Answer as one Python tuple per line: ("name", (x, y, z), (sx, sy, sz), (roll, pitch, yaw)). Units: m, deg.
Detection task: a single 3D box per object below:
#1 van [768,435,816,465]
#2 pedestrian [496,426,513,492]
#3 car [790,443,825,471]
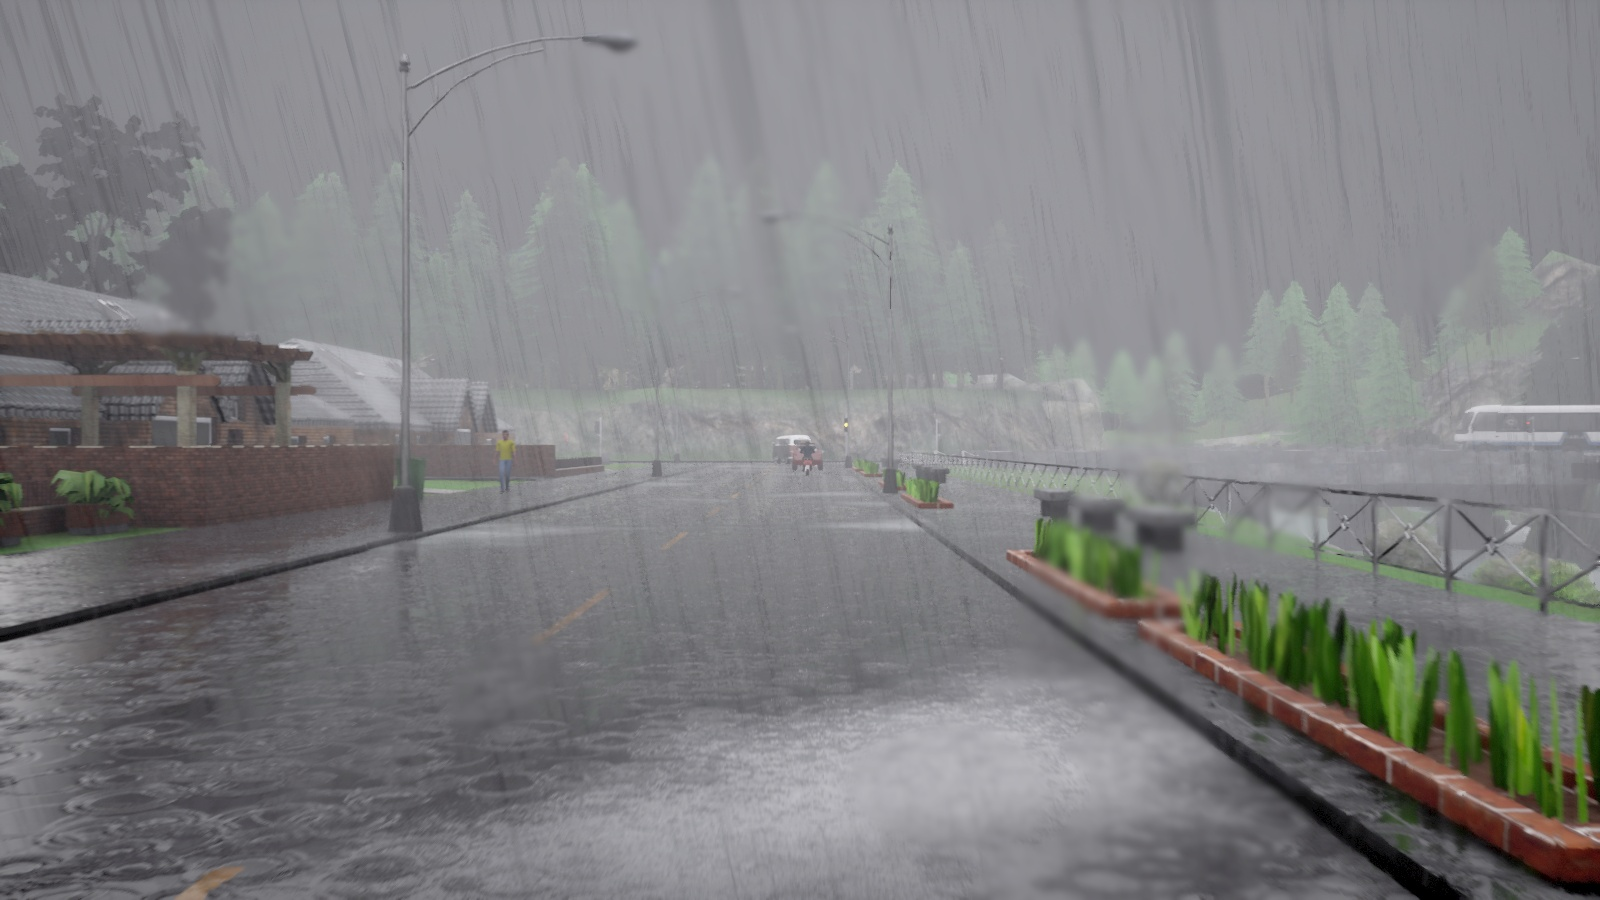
("van", (-0.589, -0.030, 88.632), (2.069, 2.038, 4.480), (1, 0, -18))
("pedestrian", (-8.317, 0.251, 35.319), (0.354, 1.836, 0.706), (0, 0, -5))
("car", (0.412, 0.372, 69.022), (1.845, 1.501, 3.633), (0, 0, 0))
